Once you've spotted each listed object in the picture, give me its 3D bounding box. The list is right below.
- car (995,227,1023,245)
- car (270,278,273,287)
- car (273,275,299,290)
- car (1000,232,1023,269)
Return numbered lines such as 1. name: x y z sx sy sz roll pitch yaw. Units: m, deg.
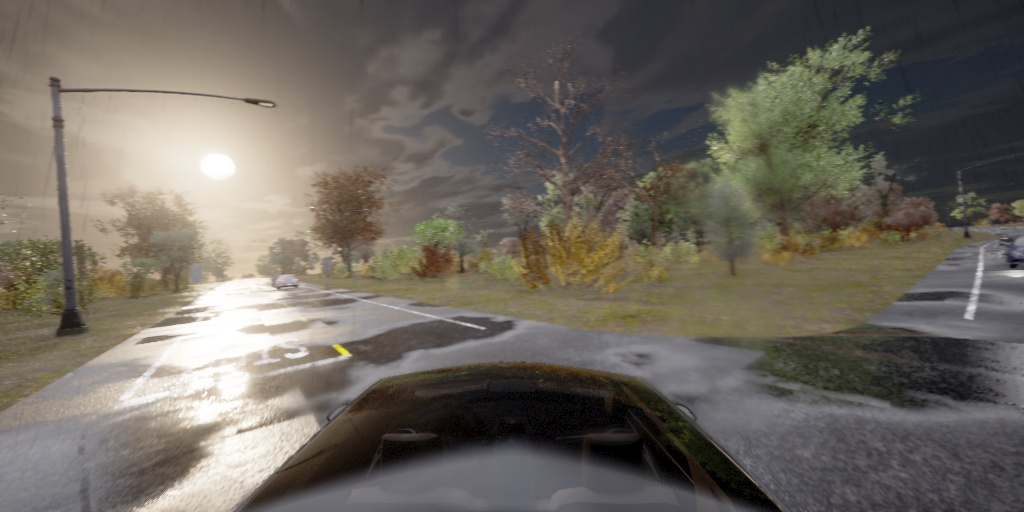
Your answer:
1. car: 46.315 -1.860 32.928 4.892 1.490 1.837 -4 -2 -34
2. car: -29.997 3.149 46.316 2.033 1.411 5.357 -4 0 -37
3. car: -24.046 2.745 38.313 1.812 1.442 4.674 -4 0 -36
4. car: 24.596 -0.282 16.730 4.674 1.442 1.812 -4 -2 -37
